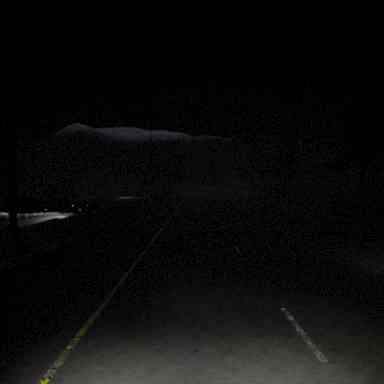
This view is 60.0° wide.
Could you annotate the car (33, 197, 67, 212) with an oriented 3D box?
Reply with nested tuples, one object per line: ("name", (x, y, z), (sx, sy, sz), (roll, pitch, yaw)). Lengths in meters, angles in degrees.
("car", (-14.072, 1.262, 34.697), (2.033, 1.411, 5.357), (0, 1, 0))

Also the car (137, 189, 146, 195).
("car", (-11.379, 0.046, 74.554), (2.097, 1.767, 4.553), (-1, 2, -11))

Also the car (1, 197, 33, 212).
("car", (-17.572, 1.262, 34.697), (2.033, 1.411, 5.357), (0, 1, 0))

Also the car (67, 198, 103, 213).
("car", (-10.581, 1.332, 33.663), (1.895, 1.301, 4.718), (0, 1, 0))

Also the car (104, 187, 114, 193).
("car", (-18.761, -0.304, 75.526), (2.097, 1.767, 4.553), (-1, 2, -14))
